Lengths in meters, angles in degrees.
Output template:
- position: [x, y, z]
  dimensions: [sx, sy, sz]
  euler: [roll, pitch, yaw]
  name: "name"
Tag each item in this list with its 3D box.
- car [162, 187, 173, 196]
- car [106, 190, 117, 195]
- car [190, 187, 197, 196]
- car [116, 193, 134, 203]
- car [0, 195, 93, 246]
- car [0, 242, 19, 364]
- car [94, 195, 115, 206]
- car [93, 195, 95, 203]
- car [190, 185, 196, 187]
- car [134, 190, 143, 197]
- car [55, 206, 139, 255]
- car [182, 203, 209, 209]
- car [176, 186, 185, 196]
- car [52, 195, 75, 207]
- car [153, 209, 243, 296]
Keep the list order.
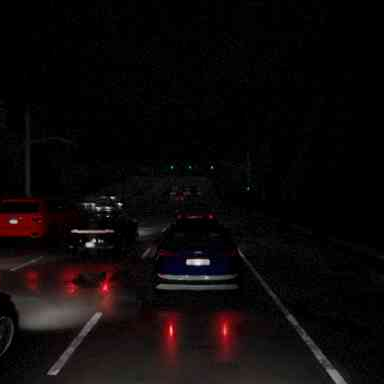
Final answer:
- position: [-6.607, 0.225, 84.856]
  dimensions: [2.033, 1.411, 5.357]
  euler: [0, 7, 1]
  name: "car"
- position: [-20.606, 0.151, 85.044]
  dimensions: [1.882, 1.535, 5.008]
  euler: [0, 5, 1]
  name: "car"
- position: [0.400, 0.155, 85.621]
  dimensions: [1.994, 1.385, 4.181]
  euler: [0, 7, 1]
  name: "car"
- position: [-13.748, 1.444, 68.623]
  dimensions: [1.812, 1.442, 4.674]
  euler: [0, 2, 0]
  name: "car"
- position: [-6.873, 1.259, 15.764]
  dimensions: [2.150, 2.045, 5.566]
  euler: [0, 0, 3]
  name: "car"
- position: [-3.393, 1.532, 2.831]
  dimensions: [1.812, 1.442, 4.674]
  euler: [0, 0, 0]
  name: "car"
- position: [-13.892, 1.642, 54.045]
  dimensions: [1.812, 1.442, 4.674]
  euler: [0, 1, 0]
  name: "car"
- position: [-20.746, 1.427, 69.088]
  dimensions: [1.812, 1.442, 4.674]
  euler: [0, 2, 0]
  name: "car"
- position: [0.488, -1.172, 95.219]
  dimensions: [1.837, 1.490, 4.892]
  euler: [0, 7, 1]
  name: "car"
- position: [-13.617, 0.342, 83.896]
  dimensions: [2.033, 1.411, 5.357]
  euler: [0, 5, 1]
  name: "car"
- position: [-3.353, 1.523, 13.396]
  dimensions: [2.128, 1.511, 4.902]
  euler: [0, 0, 0]
  name: "car"
- position: [0.165, 1.393, 18.598]
  dimensions: [2.097, 1.767, 4.553]
  euler: [0, 0, 0]
  name: "car"
- position: [-3.104, 0.168, 85.235]
  dimensions: [1.812, 1.442, 4.674]
  euler: [0, 7, 1]
  name: "car"
- position: [-20.886, 1.472, 54.266]
  dimensions: [2.097, 1.767, 4.553]
  euler: [0, 0, 0]
  name: "car"
- position: [0.128, 1.449, 8.735]
  dimensions: [2.033, 1.649, 4.856]
  euler: [0, 0, 0]
  name: "car"
